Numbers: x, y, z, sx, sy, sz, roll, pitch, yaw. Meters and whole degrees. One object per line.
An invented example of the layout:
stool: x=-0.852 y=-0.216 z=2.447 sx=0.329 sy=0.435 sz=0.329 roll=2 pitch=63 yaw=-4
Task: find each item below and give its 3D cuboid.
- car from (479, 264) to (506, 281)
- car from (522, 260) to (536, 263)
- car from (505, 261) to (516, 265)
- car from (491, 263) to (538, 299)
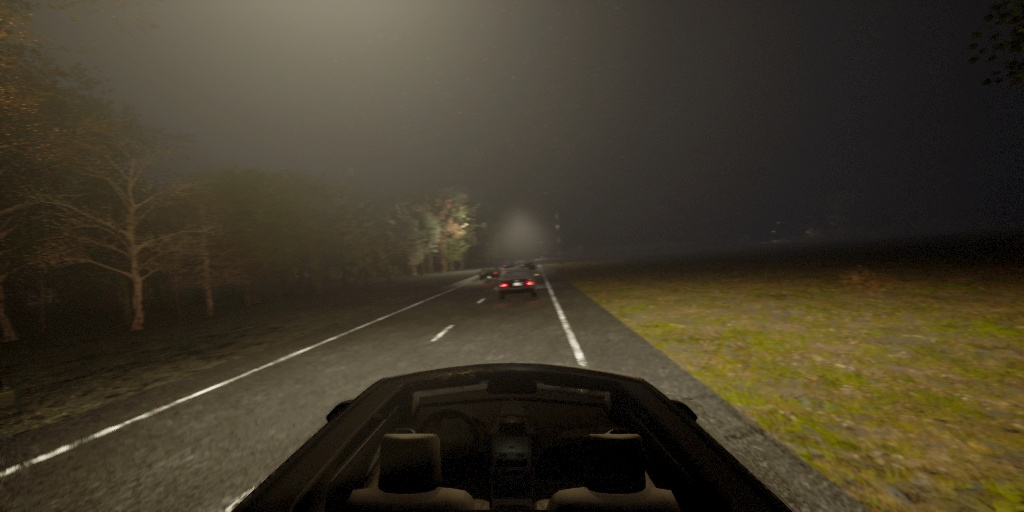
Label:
car: x=-2.014 y=1.669 z=35.733 sx=1.895 sy=1.301 sz=4.718 roll=-5 pitch=0 yaw=4
car: x=2.002 y=1.247 z=43.854 sx=2.128 sy=1.511 sz=4.902 roll=-5 pitch=0 yaw=4
car: x=-0.370 y=1.571 z=60.983 sx=2.033 sy=1.411 sz=5.357 roll=-5 pitch=0 yaw=4
car: x=0.381 y=1.337 z=18.944 sx=2.033 sy=1.411 sz=5.357 roll=-5 pitch=0 yaw=4
